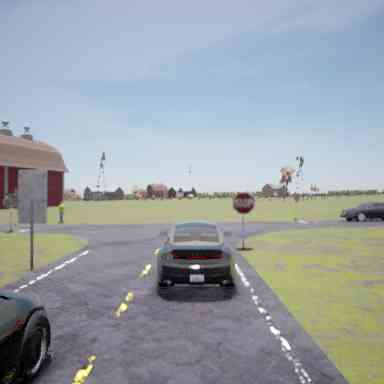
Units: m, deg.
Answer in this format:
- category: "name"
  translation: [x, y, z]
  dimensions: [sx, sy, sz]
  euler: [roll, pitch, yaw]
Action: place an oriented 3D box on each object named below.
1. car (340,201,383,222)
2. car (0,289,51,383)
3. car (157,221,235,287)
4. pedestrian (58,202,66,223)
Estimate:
- category: "car"
  translation: [13.911, 1.468, 25.523]
  dimensions: [4.892, 1.490, 1.837]
  euler: [-1, -1, -4]
- category: "car"
  translation: [-2.843, 1.587, 2.688]
  dimensions: [1.994, 1.385, 4.181]
  euler: [0, 0, 0]
- category: "car"
  translation: [0.100, 1.585, 9.496]
  dimensions: [1.837, 1.490, 4.892]
  euler: [0, 0, 0]
- category: "pedestrian"
  translation: [-11.188, 1.718, 28.489]
  dimensions: [0.375, 1.860, 0.375]
  euler: [0, 0, 4]
